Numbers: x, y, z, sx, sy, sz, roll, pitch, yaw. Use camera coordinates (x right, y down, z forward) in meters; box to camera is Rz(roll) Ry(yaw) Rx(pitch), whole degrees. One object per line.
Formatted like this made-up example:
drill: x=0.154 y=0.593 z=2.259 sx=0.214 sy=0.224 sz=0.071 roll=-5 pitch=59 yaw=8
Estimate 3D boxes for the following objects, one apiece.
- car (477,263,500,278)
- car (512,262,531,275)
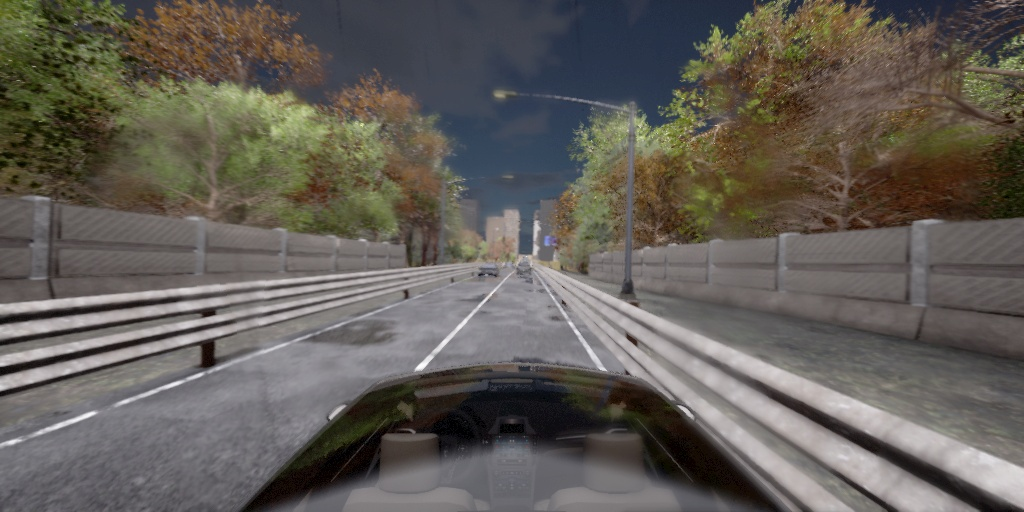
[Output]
car: x=-2.210 y=1.392 z=35.426 sx=2.033 sy=1.411 sz=5.357 roll=2 pitch=0 yaw=2
car: x=1.494 y=1.539 z=45.170 sx=2.128 sy=1.511 sz=4.902 roll=2 pitch=-1 yaw=2
